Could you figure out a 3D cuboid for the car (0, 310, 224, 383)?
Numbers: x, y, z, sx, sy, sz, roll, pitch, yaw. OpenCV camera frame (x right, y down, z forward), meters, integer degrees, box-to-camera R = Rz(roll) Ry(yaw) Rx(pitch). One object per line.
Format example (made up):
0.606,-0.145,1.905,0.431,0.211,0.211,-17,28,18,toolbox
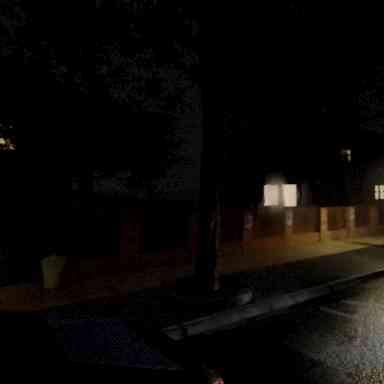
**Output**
-1.713,1.564,1.846,4.181,1.385,1.994,0,0,-36,car
